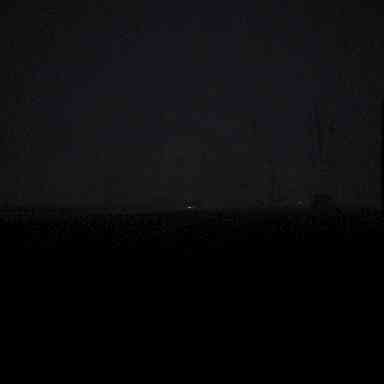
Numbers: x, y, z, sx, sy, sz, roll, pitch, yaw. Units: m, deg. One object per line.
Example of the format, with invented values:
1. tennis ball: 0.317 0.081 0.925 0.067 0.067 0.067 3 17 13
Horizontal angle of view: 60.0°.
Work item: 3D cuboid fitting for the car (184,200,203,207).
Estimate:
1. car: 0.337 2.358 71.430 1.882 1.535 5.008 0 0 36
